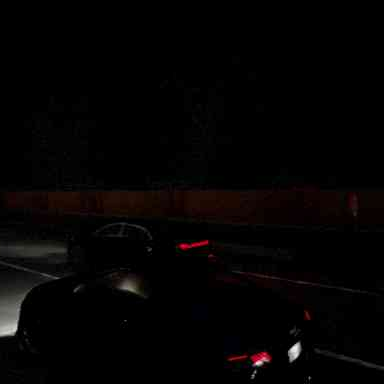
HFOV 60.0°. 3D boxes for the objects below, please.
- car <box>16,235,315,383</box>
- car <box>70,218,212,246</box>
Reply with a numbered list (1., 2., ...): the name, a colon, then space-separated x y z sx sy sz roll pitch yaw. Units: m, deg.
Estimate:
1. car: -0.567 1.582 4.555 4.181 1.385 1.994 0 0 36
2. car: -1.696 1.529 9.755 4.902 1.511 2.128 0 0 37
